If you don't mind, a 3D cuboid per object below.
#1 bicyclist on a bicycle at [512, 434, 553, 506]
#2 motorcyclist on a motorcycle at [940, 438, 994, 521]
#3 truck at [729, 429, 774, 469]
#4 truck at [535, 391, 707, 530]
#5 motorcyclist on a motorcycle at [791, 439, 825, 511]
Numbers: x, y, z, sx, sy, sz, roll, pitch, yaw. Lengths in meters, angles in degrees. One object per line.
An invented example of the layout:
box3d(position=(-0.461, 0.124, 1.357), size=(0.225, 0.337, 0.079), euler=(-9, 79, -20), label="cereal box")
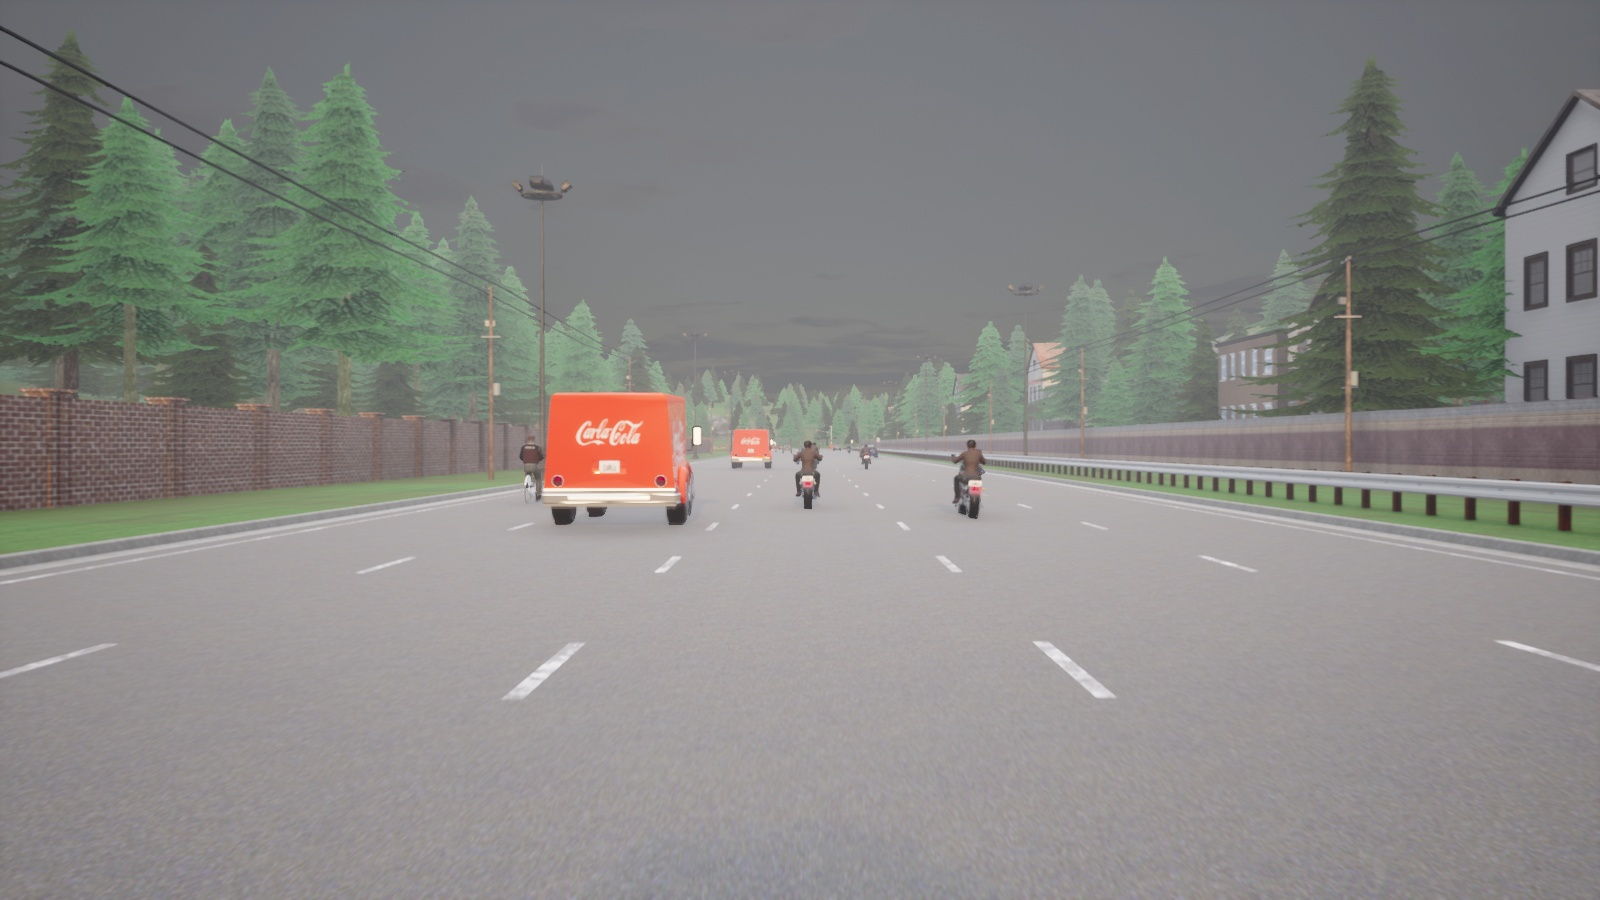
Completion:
box3d(position=(-6.801, 0.481, 31.988), size=(0.659, 1.776, 1.843), euler=(0, 0, 0), label="bicyclist on a bicycle")
box3d(position=(3.491, 0.592, 26.453), size=(0.766, 1.649, 2.350), euler=(3, 0, 0), label="motorcyclist on a motorcycle")
box3d(position=(-3.024, -0.068, 79.999), size=(2.627, 2.467, 5.204), euler=(0, 0, 0), label="truck")
box3d(position=(-3.348, 0.160, 24.796), size=(2.627, 2.467, 5.204), euler=(0, 1, 0), label="truck")
box3d(position=(0.188, 0.575, 30.016), size=(0.766, 1.649, 2.350), euler=(0, 0, 0), label="motorcyclist on a motorcycle")
